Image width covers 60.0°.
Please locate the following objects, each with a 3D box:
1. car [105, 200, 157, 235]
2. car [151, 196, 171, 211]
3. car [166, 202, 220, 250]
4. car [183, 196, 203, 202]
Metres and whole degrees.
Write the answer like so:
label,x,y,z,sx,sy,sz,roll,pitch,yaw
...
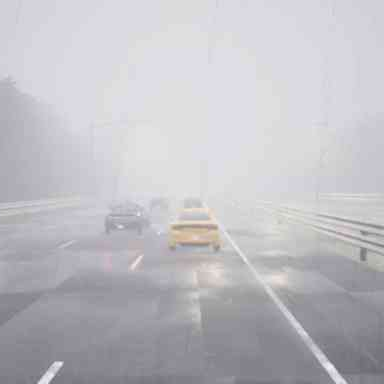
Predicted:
label,x,y,z,sx,sy,sz,roll,pitch,yaw
car,-3.393,1.406,18.234,2.128,1.511,4.902,0,1,0
car,-3.387,1.179,35.008,1.837,1.490,4.892,0,1,0
car,0.105,1.427,14.141,1.882,1.535,5.008,0,0,0
car,0.114,1.180,34.955,1.837,1.490,4.892,0,1,0
